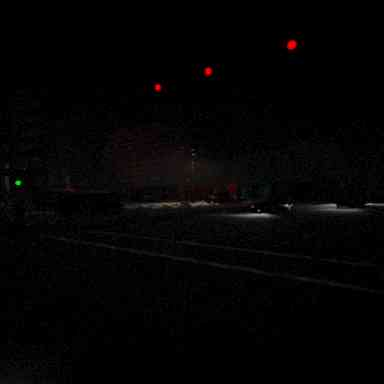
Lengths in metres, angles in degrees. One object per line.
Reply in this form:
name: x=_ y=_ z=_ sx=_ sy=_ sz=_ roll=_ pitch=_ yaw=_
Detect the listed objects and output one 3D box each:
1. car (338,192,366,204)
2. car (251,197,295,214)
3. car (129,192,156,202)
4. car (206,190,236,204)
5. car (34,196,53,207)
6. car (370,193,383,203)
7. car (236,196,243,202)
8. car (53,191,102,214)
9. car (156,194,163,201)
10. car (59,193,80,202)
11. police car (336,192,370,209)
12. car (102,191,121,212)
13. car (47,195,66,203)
car: x=22.691 y=0.757 z=47.071 sx=2.128 sy=1.511 sz=4.902 roll=-1 pitch=0 yaw=43
car: x=7.617 y=1.186 z=30.897 sx=2.033 sy=1.411 sz=5.357 roll=-1 pitch=1 yaw=43
car: x=-9.257 y=0.864 z=60.146 sx=4.605 sy=1.855 sz=1.932 roll=-1 pitch=1 yaw=41
car: x=3.921 y=0.728 z=48.602 sx=3.866 sy=1.878 sz=1.905 roll=-1 pitch=1 yaw=41
car: x=-20.331 y=1.387 z=47.391 sx=3.806 sy=1.475 sz=1.970 roll=-1 pitch=1 yaw=41
car: x=25.697 y=0.775 z=45.155 sx=2.033 sy=1.411 sz=5.357 roll=-1 pitch=1 yaw=43
car: x=5.843 y=0.918 z=50.772 sx=3.806 sy=1.475 sz=1.970 roll=-1 pitch=1 yaw=41
car: x=-10.944 y=1.100 z=31.693 sx=4.605 sy=1.855 sz=1.932 roll=-1 pitch=1 yaw=41
car: x=-7.295 y=1.025 z=62.281 sx=3.905 sy=1.438 sz=1.784 roll=-1 pitch=1 yaw=41
car: x=-24.236 y=1.075 z=65.911 sx=4.605 sy=1.855 sz=1.932 roll=-1 pitch=1 yaw=41
police car: x=17.153 y=0.866 z=35.912 sx=1.930 sy=1.638 sz=5.238 roll=-1 pitch=1 yaw=43
car: x=-8.994 y=1.054 z=33.832 sx=3.866 sy=1.878 sz=1.905 roll=-1 pitch=1 yaw=41
car: x=-25.965 y=1.330 z=63.863 sx=3.905 sy=1.438 sz=1.784 roll=-1 pitch=1 yaw=41
